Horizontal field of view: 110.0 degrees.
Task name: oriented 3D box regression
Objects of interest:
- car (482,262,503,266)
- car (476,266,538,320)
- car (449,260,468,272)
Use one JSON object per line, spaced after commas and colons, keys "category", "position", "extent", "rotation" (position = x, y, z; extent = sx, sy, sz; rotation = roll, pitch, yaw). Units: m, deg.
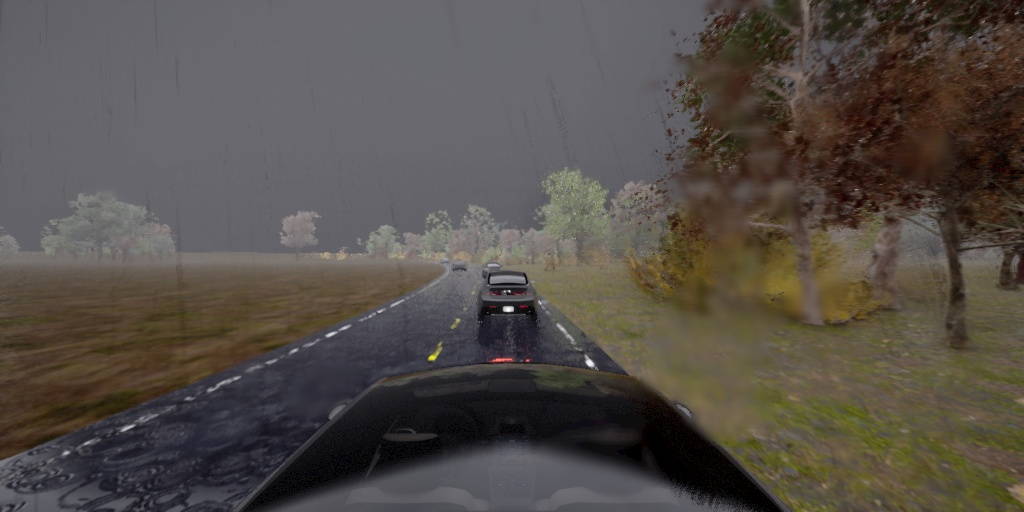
{"category": "car", "position": [-1.777, 1.272, 33.215], "extent": [1.812, 1.442, 4.674], "rotation": [0, 0, -6]}
{"category": "car", "position": [-0.192, 1.254, 12.557], "extent": [1.837, 1.490, 4.892], "rotation": [0, 0, -2]}
{"category": "car", "position": [-6.633, 1.295, 45.484], "extent": [2.033, 1.411, 5.357], "rotation": [0, 0, -9]}
